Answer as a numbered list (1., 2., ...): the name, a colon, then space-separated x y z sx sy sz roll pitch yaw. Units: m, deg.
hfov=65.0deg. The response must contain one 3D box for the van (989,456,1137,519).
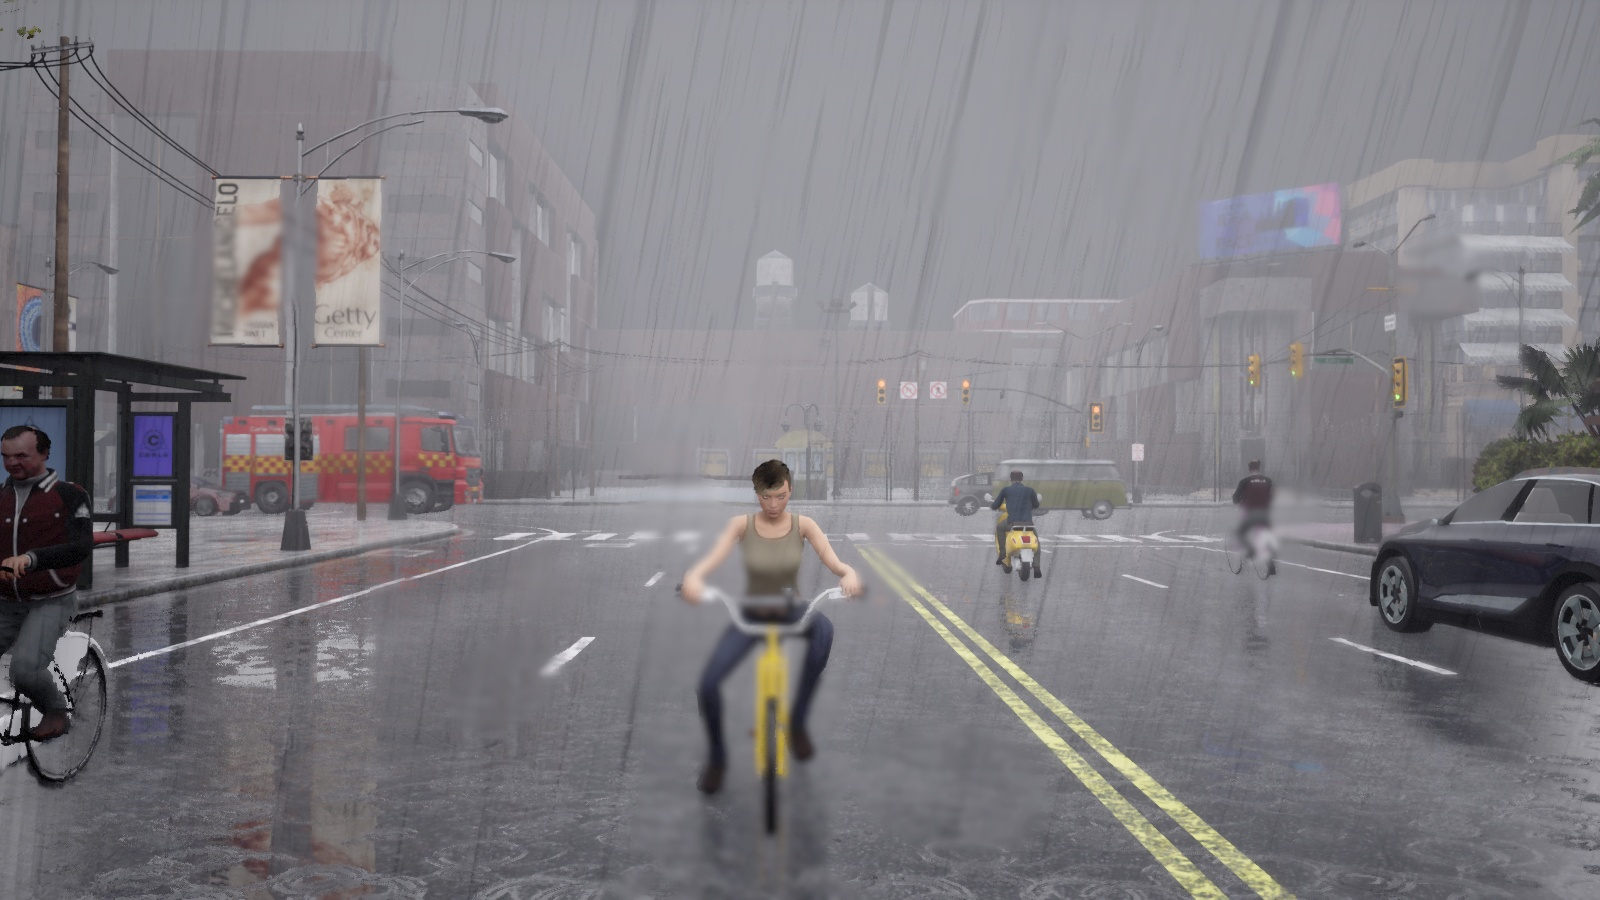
1. van: 8.566 1.222 41.156 4.442 1.987 1.775 0 -1 0

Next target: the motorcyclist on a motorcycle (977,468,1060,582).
1. motorcyclist on a motorcycle: 3.196 1.066 18.522 0.866 1.590 1.817 0 -1 -1

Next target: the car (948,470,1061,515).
1. car: 7.244 1.512 44.645 3.705 1.549 1.789 0 -1 0

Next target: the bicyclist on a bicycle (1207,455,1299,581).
1. bicyclist on a bicycle: 6.694 0.971 18.659 0.659 1.776 1.843 0 -1 -1

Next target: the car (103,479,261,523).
1. car: -20.116 1.646 40.997 4.181 1.385 1.994 0 -1 0

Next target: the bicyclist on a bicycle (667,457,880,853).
1. bicyclist on a bicycle: -0.120 0.850 5.896 0.866 1.612 1.509 0 -1 -1

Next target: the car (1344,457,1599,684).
1. car: 6.807 0.900 10.864 2.033 1.649 4.856 0 -1 -1

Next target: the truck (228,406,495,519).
1. truck: -15.404 0.458 44.542 8.468 3.827 2.891 0 -1 0

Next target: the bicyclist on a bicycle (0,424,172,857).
1. bicyclist on a bicycle: -3.621 0.795 5.670 0.659 1.776 1.843 0 -1 -1
